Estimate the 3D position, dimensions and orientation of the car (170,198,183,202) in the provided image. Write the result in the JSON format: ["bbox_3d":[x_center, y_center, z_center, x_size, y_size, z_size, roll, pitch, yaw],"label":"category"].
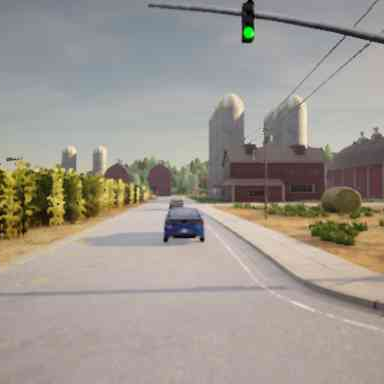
[{"bbox_3d":[-2.003,1.498,43.545,2.128,1.511,4.902,0,0,-3],"label":"car"}]

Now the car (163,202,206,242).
[{"bbox_3d":[-0.431,1.479,16.452,1.882,1.535,5.008,0,0,-3],"label":"car"}]
